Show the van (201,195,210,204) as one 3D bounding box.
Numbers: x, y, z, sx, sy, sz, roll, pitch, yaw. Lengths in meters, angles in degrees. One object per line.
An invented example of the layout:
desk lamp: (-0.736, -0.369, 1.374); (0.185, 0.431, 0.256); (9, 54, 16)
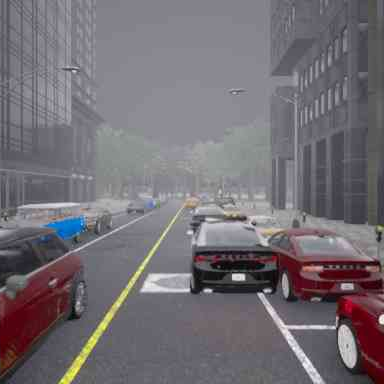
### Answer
van: (2.824, 1.419, 67.963); (1.690, 1.788, 3.998); (0, 0, 0)

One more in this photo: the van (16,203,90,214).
van: (-5.753, 1.353, 13.595); (1.690, 1.788, 3.998); (0, 0, 0)

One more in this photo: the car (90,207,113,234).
car: (-5.747, 1.567, 19.033); (2.008, 1.369, 4.403); (0, 0, 0)

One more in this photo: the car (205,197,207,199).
car: (2.798, 1.566, 40.944); (1.752, 1.417, 4.829); (0, 0, 0)

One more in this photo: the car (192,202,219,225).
car: (0.922, 1.549, 24.855); (1.812, 1.442, 4.674); (0, 0, 0)

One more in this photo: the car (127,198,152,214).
car: (-5.732, 1.600, 35.345); (1.947, 1.339, 4.313); (0, 0, 0)

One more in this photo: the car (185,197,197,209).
car: (0.054, 1.526, 46.721); (1.882, 1.535, 5.008); (0, 0, 1)

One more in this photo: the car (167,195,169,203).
car: (-5.707, 1.510, 62.533); (1.967, 1.590, 4.097); (0, 0, 0)

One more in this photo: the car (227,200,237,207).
car: (2.783, 1.548, 24.632); (1.752, 1.417, 4.829); (0, 0, 0)

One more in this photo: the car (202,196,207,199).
car: (2.803, 1.592, 46.212); (1.887, 1.381, 4.507); (0, 0, 0)

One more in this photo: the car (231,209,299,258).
car: (2.773, 1.537, 13.757); (1.752, 1.417, 4.829); (0, 0, 0)

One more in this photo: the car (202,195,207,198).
car: (2.808, 1.495, 51.650); (1.967, 1.590, 4.097); (0, 0, 0)

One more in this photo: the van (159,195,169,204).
van: (-5.702, 1.419, 67.971); (1.690, 1.788, 3.998); (0, 0, 0)

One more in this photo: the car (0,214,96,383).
car: (-2.998, 1.356, 4.270); (2.097, 1.767, 4.553); (0, 0, 0)

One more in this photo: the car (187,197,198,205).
car: (0.056, 1.631, 60.640); (1.994, 1.385, 4.181); (0, 0, 0)

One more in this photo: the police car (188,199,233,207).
police car: (0.916, 1.442, 18.966); (1.930, 1.638, 5.238); (0, 0, 0)

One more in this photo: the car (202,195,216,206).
car: (2.813, 1.377, 57.088); (2.192, 1.841, 5.009); (0, 0, 0)

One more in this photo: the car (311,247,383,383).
car: (2.763, 1.547, 2.712); (1.887, 1.381, 4.507); (0, 0, 0)

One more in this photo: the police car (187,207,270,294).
police car: (0.896, 1.433, 8.965); (1.930, 1.638, 5.238); (0, 0, 0)

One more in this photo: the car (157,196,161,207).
car: (-5.722, 1.572, 46.051); (1.752, 1.417, 4.829); (0, 0, 0)

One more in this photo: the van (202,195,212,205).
van: (2.818, 1.411, 62.525); (1.690, 1.788, 3.998); (0, 0, 0)

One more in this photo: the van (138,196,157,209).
van: (-5.727, 1.381, 40.783); (1.690, 1.788, 3.998); (0, 0, 0)

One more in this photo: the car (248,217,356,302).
car: (2.768, 1.552, 8.149); (1.887, 1.381, 4.507); (0, 0, 0)

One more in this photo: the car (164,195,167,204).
car: (-5.712, 1.587, 56.926); (1.752, 1.417, 4.829); (0, 0, 0)

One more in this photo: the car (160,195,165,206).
car: (-5.717, 1.620, 51.658); (1.947, 1.339, 4.313); (0, 0, 0)

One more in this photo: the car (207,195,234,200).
car: (2.788, 1.343, 29.900); (2.192, 1.841, 5.009); (0, 0, 0)
